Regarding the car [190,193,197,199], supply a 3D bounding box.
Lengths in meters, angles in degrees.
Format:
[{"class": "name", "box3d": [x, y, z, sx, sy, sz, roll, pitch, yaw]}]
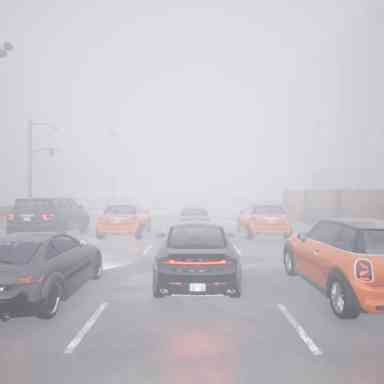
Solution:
[{"class": "car", "box3d": [0.338, 1.170, 93.610, 1.882, 1.535, 5.008, 0, 1, 1]}]

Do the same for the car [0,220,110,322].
[{"class": "car", "box3d": [-3.396, 1.564, 7.350, 1.994, 1.385, 4.181, 0, 0, 0]}]

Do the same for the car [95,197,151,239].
[{"class": "car", "box3d": [-3.391, 1.352, 17.318, 2.097, 1.767, 4.553, 0, 0, 0]}]

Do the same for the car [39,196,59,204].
[{"class": "car", "box3d": [-27.916, 1.569, 65.081, 1.895, 1.301, 4.718, 0, 0, 0]}]

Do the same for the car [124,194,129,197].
[{"class": "car", "box3d": [-17.240, 1.339, 85.045, 1.812, 1.442, 4.674, 0, 1, 1]}]

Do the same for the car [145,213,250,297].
[{"class": "car", "box3d": [0.105, 1.505, 8.533, 1.837, 1.490, 4.892, 0, 0, 0]}]

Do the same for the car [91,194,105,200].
[{"class": "car", "box3d": [-24.234, 1.332, 85.740, 2.128, 1.511, 4.902, 0, 1, 1]}]

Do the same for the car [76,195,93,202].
[{"class": "car", "box3d": [-24.326, 1.435, 75.437, 2.128, 1.511, 4.902, 0, 0, 1]}]

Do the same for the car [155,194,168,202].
[{"class": "car", "box3d": [-6.788, 1.493, 70.969, 1.994, 1.385, 4.181, 0, 0, 1]}]

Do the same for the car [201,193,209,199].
[{"class": "car", "box3d": [3.842, 1.242, 93.991, 1.994, 1.385, 4.181, 0, 1, 1]}]

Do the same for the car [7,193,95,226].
[{"class": "car", "box3d": [-6.892, 1.223, 16.586, 2.150, 2.045, 5.566, 0, 0, 0]}]

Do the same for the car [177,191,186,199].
[{"class": "car", "box3d": [-3.162, 1.192, 93.644, 1.837, 1.490, 4.892, 0, 1, 1]}]

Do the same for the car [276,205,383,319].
[{"class": "car", "box3d": [3.604, 1.352, 7.517, 2.097, 1.767, 4.553, 0, 0, 0]}]

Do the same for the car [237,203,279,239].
[{"class": "car", "box3d": [3.609, 1.352, 17.271, 2.097, 1.767, 4.553, 0, 0, 0]}]

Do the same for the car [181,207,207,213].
[{"class": "car", "box3d": [0.117, 1.547, 18.625, 2.033, 1.411, 5.357, 0, 0, 0]}]

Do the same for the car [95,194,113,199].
[{"class": "car", "box3d": [-17.416, 1.463, 65.046, 1.837, 1.490, 4.892, 0, 0, 0]}]

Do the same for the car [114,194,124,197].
[{"class": "car", "box3d": [-17.332, 1.393, 74.755, 1.882, 1.535, 5.008, 0, 0, 1]}]

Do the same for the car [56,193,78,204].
[{"class": "car", "box3d": [-24.414, 1.198, 65.321, 2.150, 2.045, 5.566, 0, 0, 0]}]

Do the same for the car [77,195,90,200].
[{"class": "car", "box3d": [-27.739, 1.410, 85.104, 1.895, 1.301, 4.718, 0, 1, 1]}]
